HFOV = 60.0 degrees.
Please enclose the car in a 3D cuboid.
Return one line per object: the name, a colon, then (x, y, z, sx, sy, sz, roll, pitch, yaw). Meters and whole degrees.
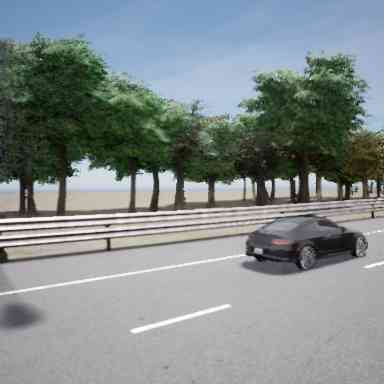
car: (3.749, 1.464, 10.723, 4.674, 1.442, 1.812, -1, 1, -35)
